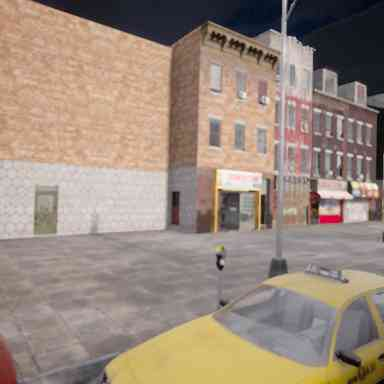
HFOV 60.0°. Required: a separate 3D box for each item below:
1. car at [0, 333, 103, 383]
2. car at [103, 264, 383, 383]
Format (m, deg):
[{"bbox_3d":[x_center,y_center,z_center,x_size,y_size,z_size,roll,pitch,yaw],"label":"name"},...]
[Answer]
[{"bbox_3d":[-3.028,1.290,0.661,5.009,1.841,2.192,1,0,-35],"label":"car"},{"bbox_3d":[1.344,1.566,3.759,4.829,1.417,1.752,1,1,-35],"label":"car"}]
